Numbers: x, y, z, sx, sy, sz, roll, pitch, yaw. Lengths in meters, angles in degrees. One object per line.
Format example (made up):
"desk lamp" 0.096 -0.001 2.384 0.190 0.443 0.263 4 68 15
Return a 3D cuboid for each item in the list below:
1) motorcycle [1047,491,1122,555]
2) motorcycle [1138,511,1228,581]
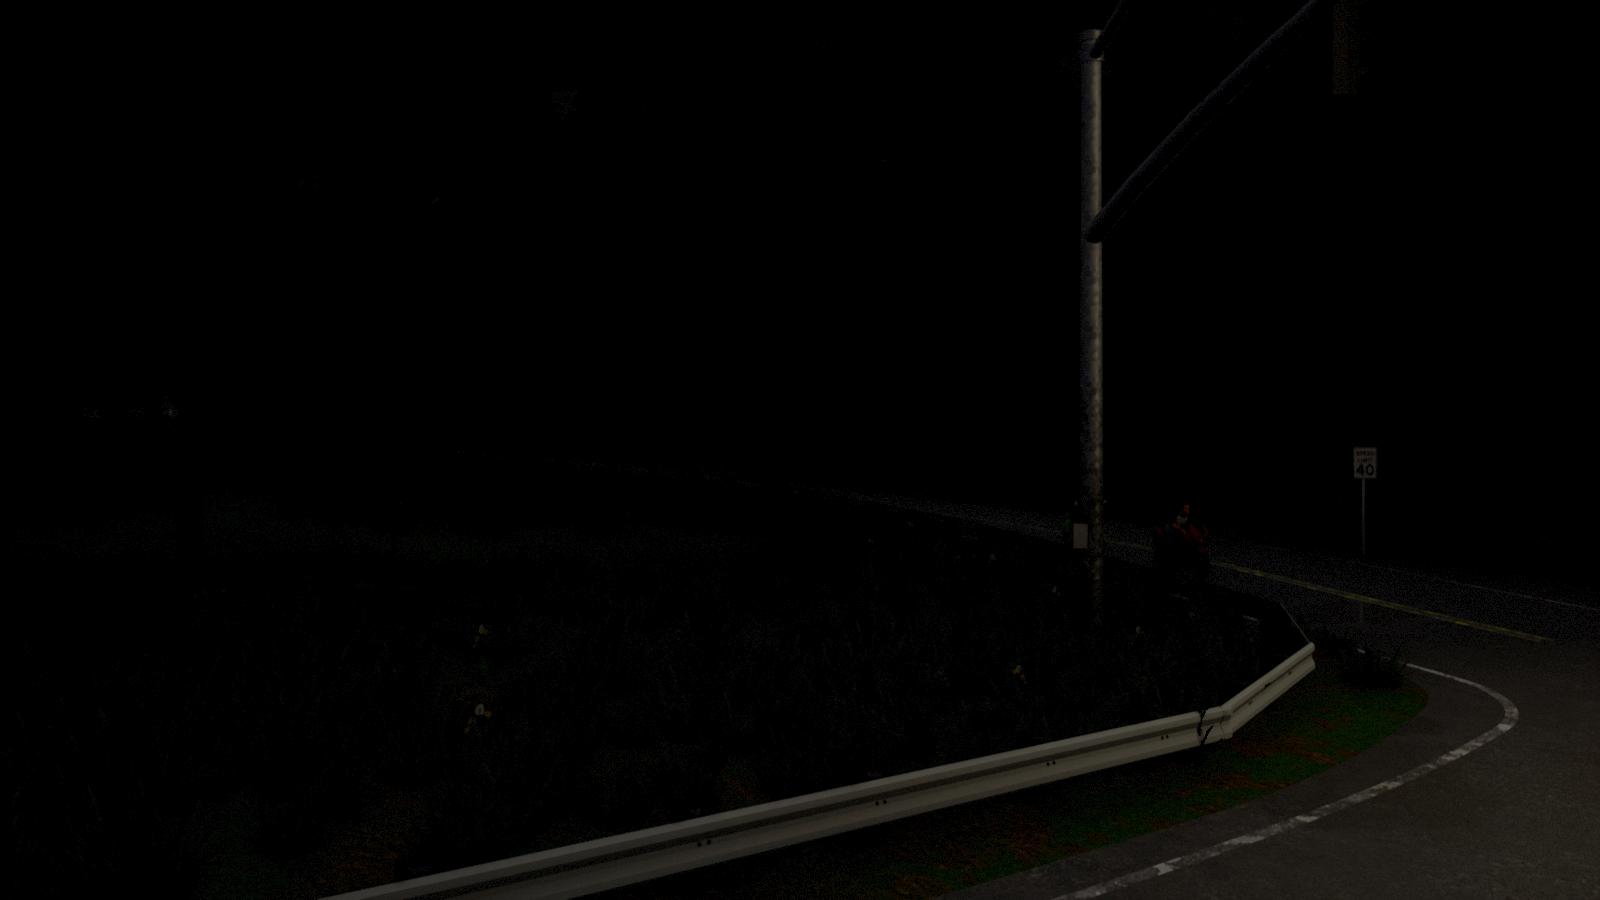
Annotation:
"motorcycle" 6.843 1.738 27.570 0.856 1.316 1.805 0 3 -19
"motorcycle" 7.908 1.956 23.701 0.803 1.199 2.033 0 2 -14
